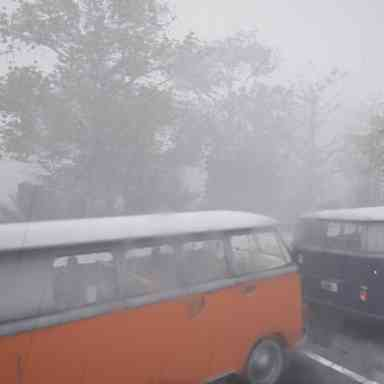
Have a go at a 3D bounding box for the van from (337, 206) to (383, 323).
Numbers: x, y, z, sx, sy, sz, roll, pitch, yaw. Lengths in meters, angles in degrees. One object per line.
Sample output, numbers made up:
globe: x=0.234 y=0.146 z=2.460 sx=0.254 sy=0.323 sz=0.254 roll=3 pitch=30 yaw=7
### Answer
van: x=4.087 y=1.275 z=6.719 sx=4.442 sy=1.987 sz=1.878 roll=-1 pitch=-1 yaw=-33

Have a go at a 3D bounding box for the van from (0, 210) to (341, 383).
van: x=-0.592 y=1.251 z=3.657 sx=4.442 sy=1.987 sz=1.878 roll=-1 pitch=-1 yaw=-34
